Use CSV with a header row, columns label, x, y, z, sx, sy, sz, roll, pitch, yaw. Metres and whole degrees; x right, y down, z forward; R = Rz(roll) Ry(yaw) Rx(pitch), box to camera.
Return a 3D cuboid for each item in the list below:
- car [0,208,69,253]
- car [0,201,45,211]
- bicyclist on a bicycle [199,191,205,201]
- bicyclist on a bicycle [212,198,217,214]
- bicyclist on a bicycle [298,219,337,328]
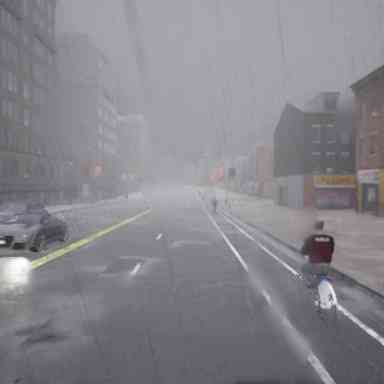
label,x,y,z,sx,sy,sz,roll,pitch,yaw
car,-6.609,1.557,13.552,1.994,1.385,4.181,0,0,0
car,-9.860,1.333,18.788,2.097,1.767,4.553,0,0,0
bicyclist on a bicycle,2.269,1.067,67.825,0.866,1.612,1.509,1,-1,0
bicyclist on a bicycle,2.239,1.378,32.673,0.582,1.620,1.656,0,0,0
bicyclist on a bicycle,2.253,1.372,6.132,0.659,1.776,1.843,0,0,0
